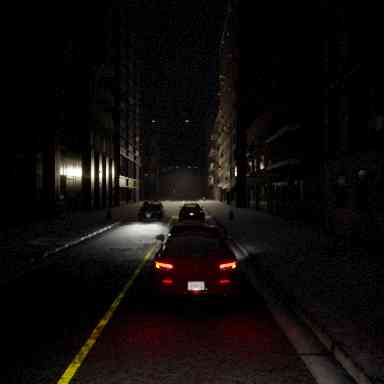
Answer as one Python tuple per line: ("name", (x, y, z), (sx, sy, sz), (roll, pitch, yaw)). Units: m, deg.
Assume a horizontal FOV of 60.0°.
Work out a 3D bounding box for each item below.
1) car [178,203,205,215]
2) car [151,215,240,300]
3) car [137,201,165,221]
("car", (-0.036, 1.566, 26.051), (1.994, 1.385, 4.181), (0, 0, 0))
("car", (0.059, 1.527, 8.291), (1.812, 1.442, 4.674), (0, 0, 0))
("car", (-3.232, 1.493, 26.995), (2.128, 1.511, 4.902), (0, 0, 0))
